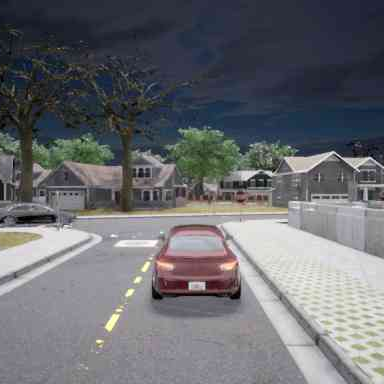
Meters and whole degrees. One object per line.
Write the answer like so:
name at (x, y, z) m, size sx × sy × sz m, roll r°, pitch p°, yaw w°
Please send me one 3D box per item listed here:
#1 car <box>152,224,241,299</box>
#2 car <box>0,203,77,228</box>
car at (0.087, 1.527, 8.295) m, size 1.812 × 1.442 × 4.674 m, roll 0°, pitch 0°, yaw 0°
car at (-9.900, 1.451, 21.115) m, size 4.902 × 1.511 × 2.128 m, roll 0°, pitch 0°, yaw -23°
